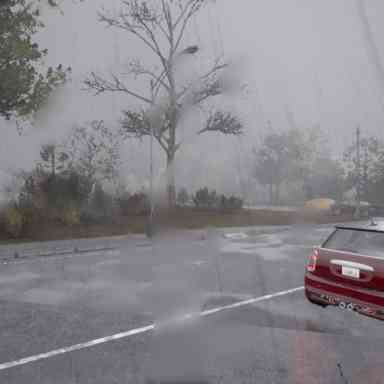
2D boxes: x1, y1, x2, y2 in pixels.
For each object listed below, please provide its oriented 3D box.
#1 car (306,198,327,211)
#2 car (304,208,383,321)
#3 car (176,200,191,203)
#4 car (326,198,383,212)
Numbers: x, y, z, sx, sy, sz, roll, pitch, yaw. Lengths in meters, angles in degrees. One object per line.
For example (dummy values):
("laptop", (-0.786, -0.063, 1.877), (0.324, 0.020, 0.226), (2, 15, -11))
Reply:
("car", (15.630, 1.482, 38.764), (1.882, 1.535, 5.008), (0, 0, -29))
("car", (4.396, 1.352, 6.747), (4.553, 1.767, 2.097), (0, 0, -34))
("car", (-1.889, 1.755, 67.455), (1.882, 1.535, 5.008), (0, -1, -22))
("car", (15.543, 1.478, 31.305), (1.882, 1.535, 5.008), (0, 0, -25))
